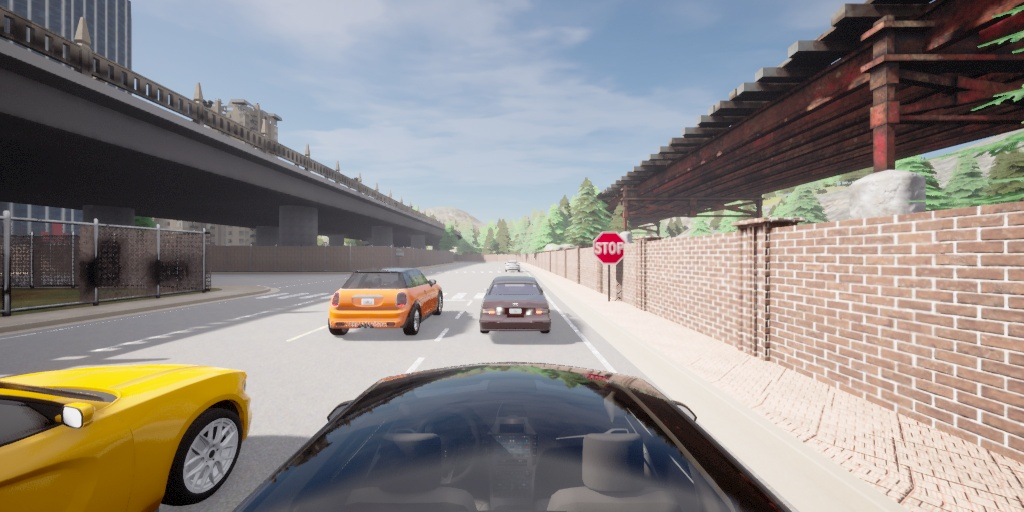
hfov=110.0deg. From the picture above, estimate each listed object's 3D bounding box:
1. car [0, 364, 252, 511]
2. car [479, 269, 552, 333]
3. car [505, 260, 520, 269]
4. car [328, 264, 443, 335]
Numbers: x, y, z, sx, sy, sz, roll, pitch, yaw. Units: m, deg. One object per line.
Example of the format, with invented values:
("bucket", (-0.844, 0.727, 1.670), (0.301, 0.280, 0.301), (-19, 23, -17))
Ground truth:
("car", (-3.398, 1.228, 1.366), (1.882, 1.535, 5.008), (0, 0, 0))
("car", (0.076, 1.297, 10.647), (2.033, 1.411, 5.357), (0, 0, 0))
("car", (0.074, 1.276, 45.516), (1.812, 1.442, 4.674), (0, 0, -1))
("car", (-3.425, 1.102, 10.623), (2.097, 1.767, 4.553), (0, 0, 0))
